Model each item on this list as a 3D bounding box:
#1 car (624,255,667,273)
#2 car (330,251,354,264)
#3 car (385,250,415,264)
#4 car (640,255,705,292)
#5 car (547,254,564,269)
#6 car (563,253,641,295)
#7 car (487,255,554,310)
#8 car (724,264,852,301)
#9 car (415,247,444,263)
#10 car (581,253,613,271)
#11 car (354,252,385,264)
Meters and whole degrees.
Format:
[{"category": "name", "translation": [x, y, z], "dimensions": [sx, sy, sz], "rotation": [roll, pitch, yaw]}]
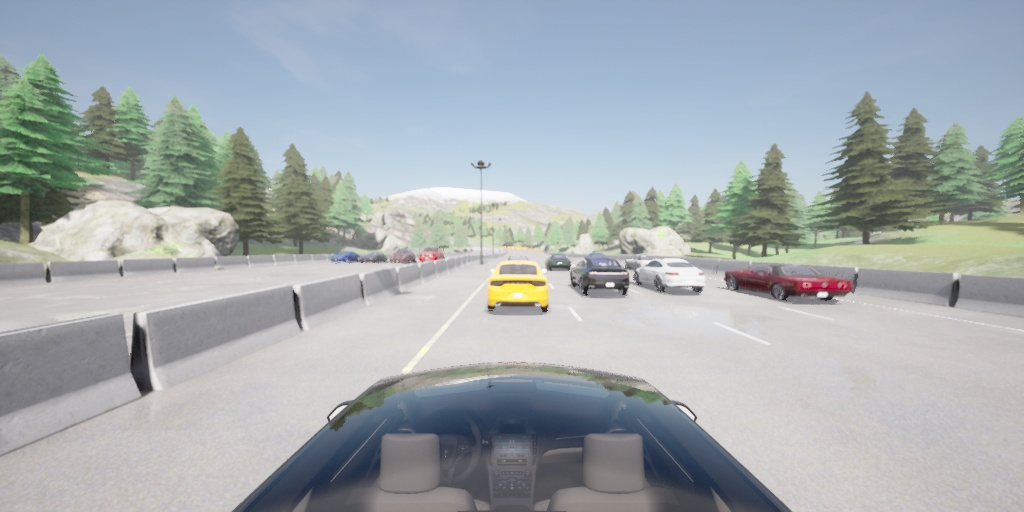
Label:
[{"category": "car", "translation": [11.003, 0.592, 29.894], "dimensions": [1.895, 1.301, 4.718], "rotation": [0, 1, 1]}, {"category": "car", "translation": [-20.442, 0.104, 44.203], "dimensions": [1.882, 1.535, 5.008], "rotation": [0, 1, 1]}, {"category": "car", "translation": [-13.442, -0.005, 44.274], "dimensions": [2.097, 1.767, 4.553], "rotation": [0, 1, 1]}, {"category": "car", "translation": [7.302, 0.829, 16.928], "dimensions": [1.812, 1.442, 4.674], "rotation": [0, 2, 1]}, {"category": "car", "translation": [4.034, 0.497, 31.654], "dimensions": [1.994, 1.385, 4.181], "rotation": [0, 1, 1]}, {"category": "car", "translation": [3.786, 0.810, 16.057], "dimensions": [2.128, 1.511, 4.902], "rotation": [0, 2, 1]}, {"category": "car", "translation": [0.218, 0.885, 12.648], "dimensions": [1.882, 1.535, 5.008], "rotation": [0, 2, 1]}, {"category": "car", "translation": [10.759, 0.979, 14.573], "dimensions": [1.895, 1.301, 4.718], "rotation": [0, 2, 1]}, {"category": "car", "translation": [-9.937, -0.128, 44.651], "dimensions": [2.150, 2.045, 5.566], "rotation": [0, 1, 1]}, {"category": "car", "translation": [7.545, 0.457, 32.212], "dimensions": [1.812, 1.442, 4.674], "rotation": [0, 1, 1]}, {"category": "car", "translation": [-16.947, 0.184, 44.152], "dimensions": [2.033, 1.411, 5.357], "rotation": [0, 1, 1]}]
